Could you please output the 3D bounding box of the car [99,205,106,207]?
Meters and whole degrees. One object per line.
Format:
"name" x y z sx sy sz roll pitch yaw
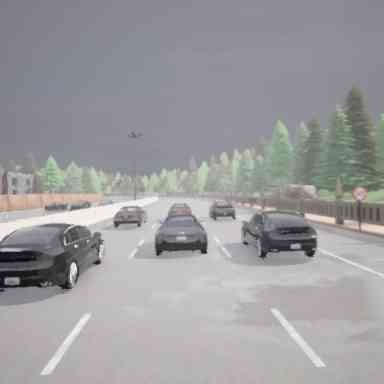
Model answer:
"car" -12.422 1.892 48.241 1.812 1.442 4.674 -1 0 -2

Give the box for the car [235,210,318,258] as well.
"car" 3.093 1.463 12.601 1.837 1.490 4.892 -1 -1 -2

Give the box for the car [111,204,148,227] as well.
"car" -4.384 1.692 24.174 2.033 1.411 5.357 -1 0 -2

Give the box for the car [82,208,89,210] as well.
"car" -15.909 1.918 47.848 1.882 1.535 5.008 -1 0 -2

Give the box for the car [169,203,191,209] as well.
"car" -1.022 1.646 28.718 1.994 1.385 4.181 -1 0 -2

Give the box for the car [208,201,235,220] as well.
"car" 2.494 1.499 28.192 2.128 1.511 4.902 -1 0 -2

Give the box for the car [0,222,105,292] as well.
"car" -3.799 1.606 9.315 1.837 1.490 4.892 -1 0 -2

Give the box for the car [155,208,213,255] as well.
"car" -0.443 1.603 13.695 1.994 1.385 4.181 -1 0 -2
